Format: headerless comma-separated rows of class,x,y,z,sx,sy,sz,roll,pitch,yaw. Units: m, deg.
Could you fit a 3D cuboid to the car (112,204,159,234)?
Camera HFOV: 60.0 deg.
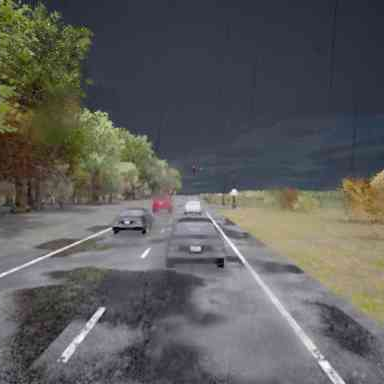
car,-3.400,1.654,19.955,2.033,1.411,5.357,0,0,0

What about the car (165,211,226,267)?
car,0.101,1.611,11.613,2.033,1.411,5.357,0,0,0

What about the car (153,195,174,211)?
car,-3.398,1.427,39.419,2.150,2.045,5.566,0,0,0

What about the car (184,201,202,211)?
car,0.086,1.718,36.757,1.812,1.442,4.674,0,0,0
